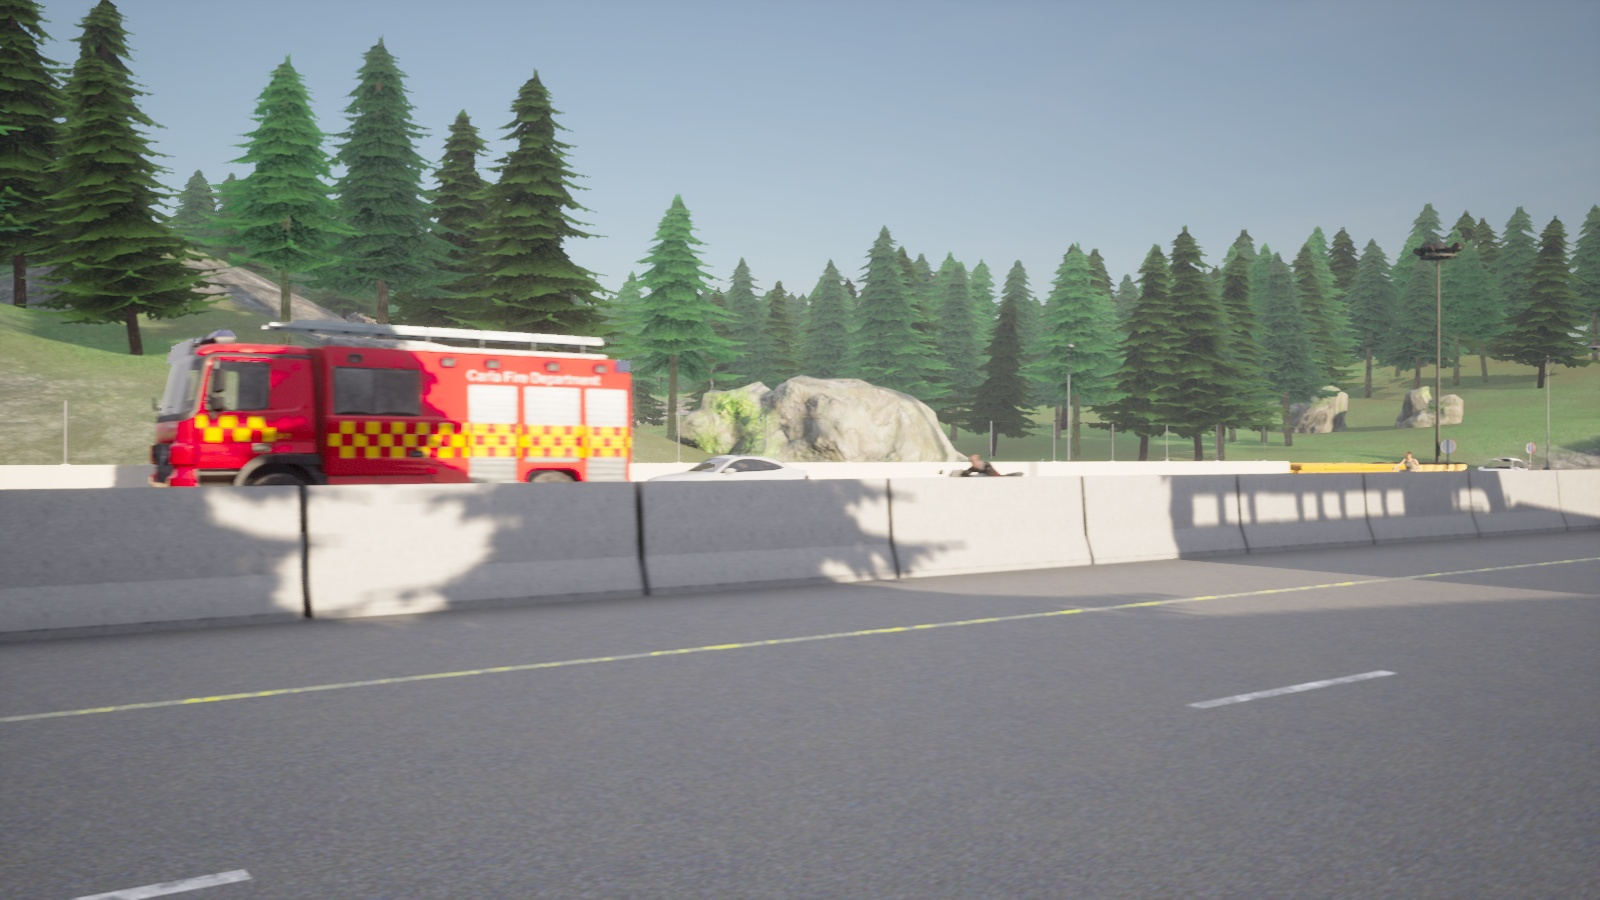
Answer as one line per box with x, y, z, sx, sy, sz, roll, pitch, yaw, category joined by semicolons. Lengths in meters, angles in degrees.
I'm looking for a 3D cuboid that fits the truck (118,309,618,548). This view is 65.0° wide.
-7.915;-0.345;23.738;8.468;3.827;2.891;0;0;-35;truck

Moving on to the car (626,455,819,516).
-1.937;0.854;32.159;4.674;1.442;1.812;0;0;-35;car

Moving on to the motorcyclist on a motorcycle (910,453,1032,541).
3.139;0.829;22.901;2.191;1.530;0.866;0;0;-35;motorcyclist on a motorcycle

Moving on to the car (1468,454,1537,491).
26.813;0.860;47.907;2.207;1.376;1.481;1;-1;-35;car
